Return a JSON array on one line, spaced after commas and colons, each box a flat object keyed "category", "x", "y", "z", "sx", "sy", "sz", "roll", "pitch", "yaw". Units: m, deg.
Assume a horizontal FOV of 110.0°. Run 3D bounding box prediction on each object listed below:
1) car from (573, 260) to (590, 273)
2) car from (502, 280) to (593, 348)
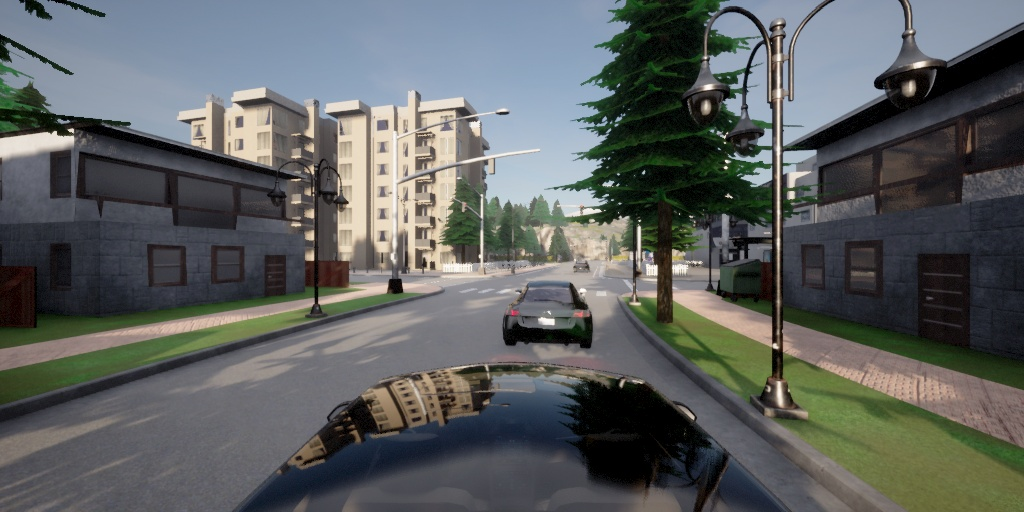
[{"category": "car", "x": 8.733, "y": 1.276, "z": 44.861, "sx": 2.128, "sy": 1.511, "sz": 4.902, "roll": 0, "pitch": 0, "yaw": 14}, {"category": "car", "x": 0.994, "y": 1.314, "z": 9.313, "sx": 1.994, "sy": 1.385, "sz": 4.181, "roll": 0, "pitch": 0, "yaw": 8}]
